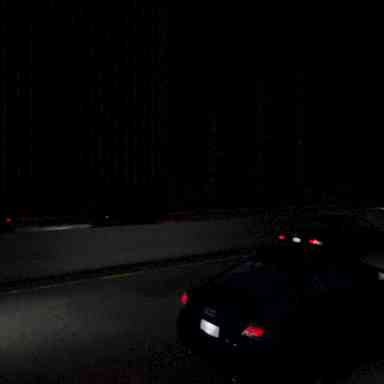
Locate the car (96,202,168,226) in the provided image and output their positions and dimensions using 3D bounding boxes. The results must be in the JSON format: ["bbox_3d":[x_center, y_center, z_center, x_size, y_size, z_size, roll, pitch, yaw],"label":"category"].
[{"bbox_3d":[-3.995,1.472,22.644,5.008,1.535,1.882,0,0,-36],"label":"car"}]

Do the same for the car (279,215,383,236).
[{"bbox_3d":[5.311,1.542,11.841,5.357,1.411,2.033,0,0,-36],"label":"car"}]

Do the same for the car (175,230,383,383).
[{"bbox_3d":[1.837,1.562,5.059,4.181,1.385,1.994,0,0,-36],"label":"car"}]

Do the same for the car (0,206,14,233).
[{"bbox_3d":[-10.101,1.351,13.985,4.553,1.767,2.097,0,0,-36],"label":"car"}]
